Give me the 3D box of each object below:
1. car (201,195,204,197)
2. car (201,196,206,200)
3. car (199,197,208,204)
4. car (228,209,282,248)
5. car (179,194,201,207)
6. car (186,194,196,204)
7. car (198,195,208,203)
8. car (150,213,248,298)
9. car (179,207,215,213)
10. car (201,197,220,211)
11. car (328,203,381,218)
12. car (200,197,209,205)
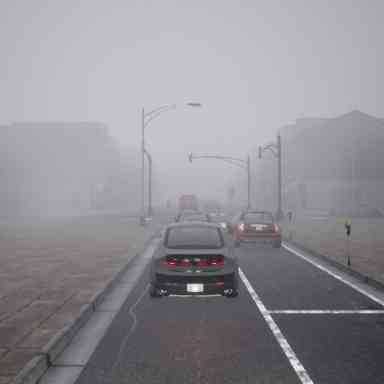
[{"bbox_3d":[2.547,1.703,52.742,1.752,1.417,4.829,1,0,0],"label":"car"},{"bbox_3d":[2.557,1.705,47.135,1.947,1.339,4.313,1,0,0],"label":"car"},{"bbox_3d":[2.501,1.892,74.492,1.752,1.417,4.829,1,-1,0],"label":"car"},{"bbox_3d":[2.630,1.457,14.952,1.967,1.590,4.097,2,0,0],"label":"car"},{"bbox_3d":[-0.337,1.313,39.298,2.150,2.045,5.566,0,0,1],"label":"car"},{"bbox_3d":[-0.154,1.587,74.325,2.150,2.045,5.566,0,-1,0],"label":"car"},{"bbox_3d":[2.494,1.735,79.763,2.192,1.841,5.009,1,-1,0],"label":"car"},{"bbox_3d":[0.022,1.512,8.528,1.837,1.490,4.892,0,0,-1],"label":"car"},{"bbox_3d":[0.060,1.619,16.032,1.895,1.301,4.718,0,0,0],"label":"car"},{"bbox_3d":[2.569,1.673,41.698,1.947,1.339,4.313,1,0,0],"label":"car"},{"bbox_3d":[14.502,1.630,29.804,4.181,1.385,1.994,0,-2,0],"label":"car"},{"bbox_3d":[2.512,1.840,69.054,1.752,1.417,4.829,1,-1,0],"label":"car"}]
